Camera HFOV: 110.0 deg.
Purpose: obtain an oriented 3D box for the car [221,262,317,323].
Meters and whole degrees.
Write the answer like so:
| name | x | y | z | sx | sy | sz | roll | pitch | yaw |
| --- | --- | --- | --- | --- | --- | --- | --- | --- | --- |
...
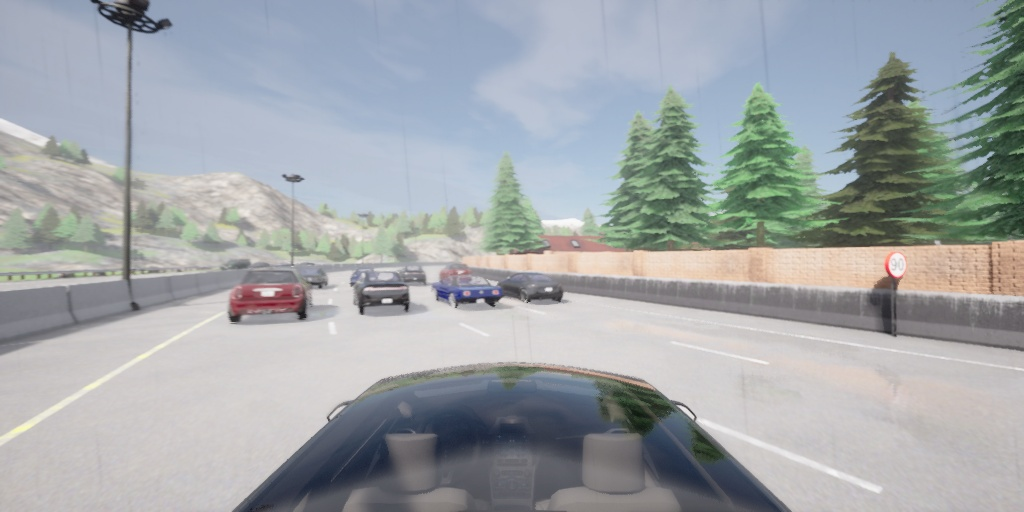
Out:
| name | x | y | z | sx | sy | sz | roll | pitch | yaw |
| --- | --- | --- | --- | --- | --- | --- | --- | --- | --- |
| car | -8.468 | 1.203 | 12.959 | 2.097 | 1.767 | 4.553 | 0 | -1 | -26 |

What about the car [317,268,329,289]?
| name | x | y | z | sx | sy | sz | roll | pitch | yaw |
| --- | --- | --- | --- | --- | --- | --- | --- | --- | --- |
| car | -14.169 | 1.519 | 25.305 | 2.033 | 1.411 | 5.357 | 0 | -1 | -22 |

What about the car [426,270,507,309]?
| name | x | y | z | sx | sy | sz | roll | pitch | yaw |
| --- | --- | --- | --- | --- | --- | --- | --- | --- | --- |
| car | -2.209 | 1.500 | 16.065 | 1.895 | 1.301 | 4.718 | 0 | -1 | -26 |

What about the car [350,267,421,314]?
| name | x | y | z | sx | sy | sz | roll | pitch | yaw |
| --- | --- | --- | --- | --- | --- | --- | --- | --- | --- |
| car | -5.413 | 1.370 | 14.665 | 2.128 | 1.511 | 4.902 | 0 | -1 | -26 |

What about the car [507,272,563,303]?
| name | x | y | z | sx | sy | sz | roll | pitch | yaw |
| --- | --- | --- | --- | --- | --- | --- | --- | --- | --- |
| car | 0.774 | 1.490 | 17.945 | 1.994 | 1.385 | 4.181 | 0 | -1 | -26 |

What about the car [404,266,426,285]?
| name | x | y | z | sx | sy | sz | roll | pitch | yaw |
| --- | --- | --- | --- | --- | --- | --- | --- | --- | --- |
| car | -8.040 | 1.516 | 28.904 | 2.128 | 1.511 | 4.902 | 0 | -1 | -21 |

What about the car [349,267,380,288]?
| name | x | y | z | sx | sy | sz | roll | pitch | yaw |
| --- | --- | --- | --- | --- | --- | --- | --- | --- | --- |
| car | -11.288 | 1.567 | 27.610 | 1.994 | 1.385 | 4.181 | 0 | -1 | -21 |

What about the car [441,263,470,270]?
| name | x | y | z | sx | sy | sz | roll | pitch | yaw |
| --- | --- | --- | --- | --- | --- | --- | --- | --- | --- |
| car | -4.773 | 1.395 | 30.170 | 2.097 | 1.767 | 4.553 | 0 | -1 | -21 |
